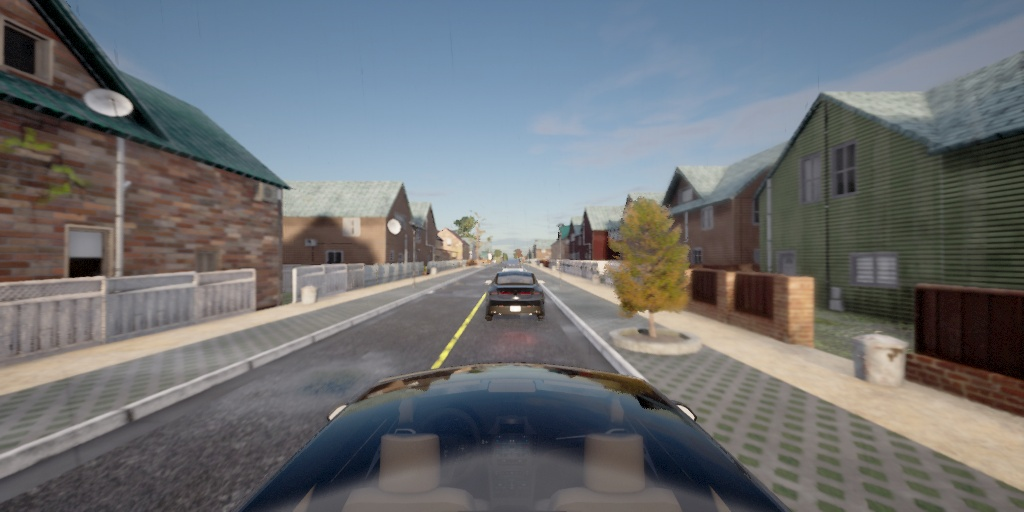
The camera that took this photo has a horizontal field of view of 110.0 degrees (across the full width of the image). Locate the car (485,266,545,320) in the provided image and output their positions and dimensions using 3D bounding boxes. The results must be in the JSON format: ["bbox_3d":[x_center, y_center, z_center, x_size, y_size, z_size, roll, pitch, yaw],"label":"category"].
[{"bbox_3d":[0.100,1.262,12.676,1.837,1.490,4.892,0,0,0],"label":"car"}]

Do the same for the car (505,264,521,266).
[{"bbox_3d":[0.104,1.403,34.238,1.895,1.301,4.718,0,0,0],"label":"car"}]
